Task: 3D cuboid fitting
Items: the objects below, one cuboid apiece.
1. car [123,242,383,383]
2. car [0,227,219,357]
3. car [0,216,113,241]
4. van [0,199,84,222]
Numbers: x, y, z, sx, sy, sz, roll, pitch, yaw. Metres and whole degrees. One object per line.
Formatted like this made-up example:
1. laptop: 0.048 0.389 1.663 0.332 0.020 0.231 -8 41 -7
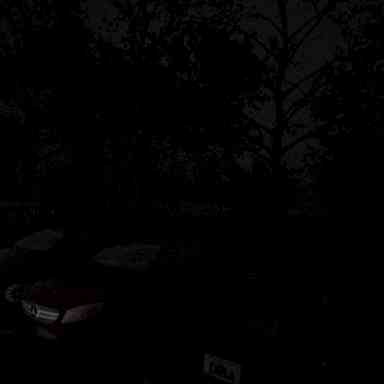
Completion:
1. car: 1.605 1.511 4.650 2.163 1.488 4.792 0 0 36
2. car: -0.781 1.514 6.320 2.002 1.452 4.674 0 0 35
3. car: -3.049 1.499 7.937 2.002 1.452 4.674 0 0 35
4. van: -5.299 1.222 9.384 1.878 1.987 4.442 0 1 35
